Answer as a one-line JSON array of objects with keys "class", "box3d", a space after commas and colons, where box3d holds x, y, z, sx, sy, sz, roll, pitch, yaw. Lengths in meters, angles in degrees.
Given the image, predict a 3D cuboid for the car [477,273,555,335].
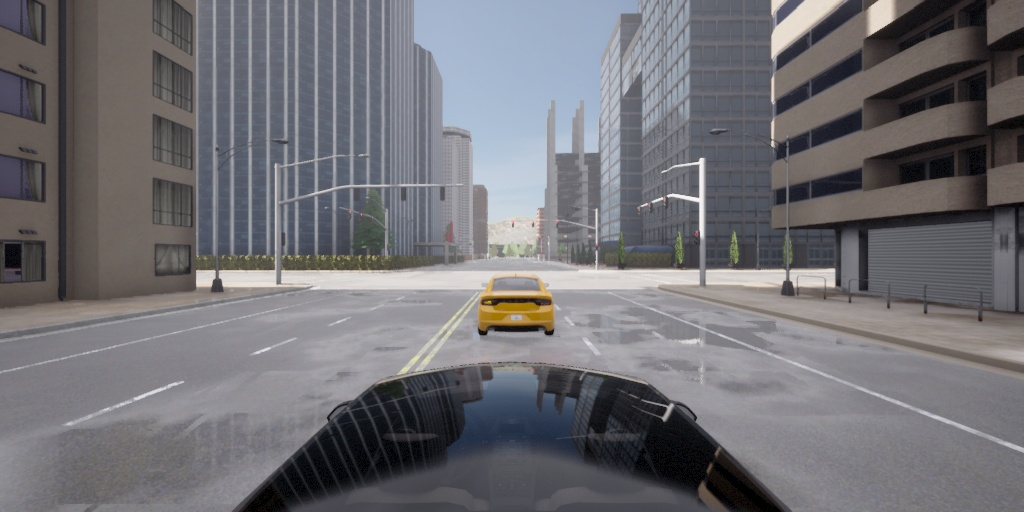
[{"class": "car", "box3d": [0.102, 1.225, 10.489, 1.882, 1.535, 5.008, 0, 0, 0]}]
